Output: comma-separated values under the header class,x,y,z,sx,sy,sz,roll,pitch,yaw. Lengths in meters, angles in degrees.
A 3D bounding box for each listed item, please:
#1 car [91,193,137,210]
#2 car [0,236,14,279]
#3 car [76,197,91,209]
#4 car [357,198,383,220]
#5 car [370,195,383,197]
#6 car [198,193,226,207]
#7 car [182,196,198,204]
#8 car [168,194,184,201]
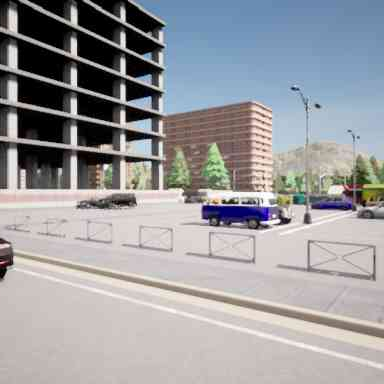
class,x,y,z,sx,sy,sz,roll,pitch,yaw
car,-9.245,1.129,41.254,2.150,2.045,5.566,0,0,35
car,-6.551,1.480,8.619,4.902,1.511,2.128,0,0,35
car,-12.539,1.395,42.656,2.128,1.511,4.902,0,0,35
car,14.543,1.393,24.853,3.806,1.475,1.970,0,0,36
car,17.750,1.151,29.417,4.605,1.855,1.932,0,0,36
car,3.616,1.258,59.314,2.097,1.767,4.553,0,0,35
car,0.432,1.469,60.885,1.994,1.385,4.181,0,0,35
car,-3.801,1.227,81.202,1.851,1.617,3.988,0,0,36
